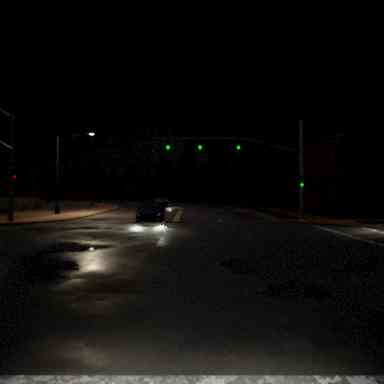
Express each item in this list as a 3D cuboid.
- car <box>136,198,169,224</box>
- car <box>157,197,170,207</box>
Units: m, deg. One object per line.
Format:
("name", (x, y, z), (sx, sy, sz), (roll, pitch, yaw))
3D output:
("car", (-3.016, 1.478, 25.155), (1.882, 1.535, 5.008), (0, 0, 0))
("car", (-4.458, 1.451, 49.858), (1.882, 1.535, 5.008), (0, 0, -13))
